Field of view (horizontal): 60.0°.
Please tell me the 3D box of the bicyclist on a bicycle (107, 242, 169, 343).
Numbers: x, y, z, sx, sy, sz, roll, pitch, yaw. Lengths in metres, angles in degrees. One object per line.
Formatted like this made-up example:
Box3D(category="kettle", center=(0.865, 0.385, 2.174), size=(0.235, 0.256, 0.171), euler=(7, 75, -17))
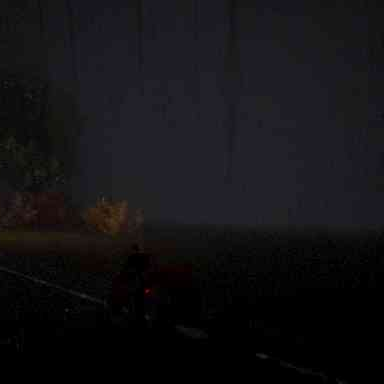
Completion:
Box3D(category="bicyclist on a bicycle", center=(-0.991, 1.736, 5.931), size=(1.656, 1.620, 0.582), euler=(-1, -4, 40))
